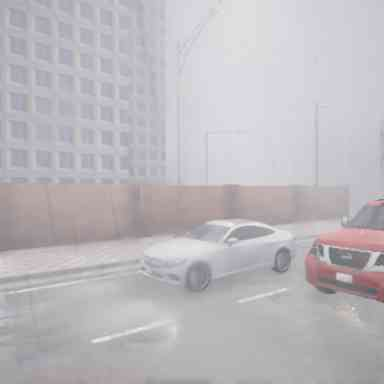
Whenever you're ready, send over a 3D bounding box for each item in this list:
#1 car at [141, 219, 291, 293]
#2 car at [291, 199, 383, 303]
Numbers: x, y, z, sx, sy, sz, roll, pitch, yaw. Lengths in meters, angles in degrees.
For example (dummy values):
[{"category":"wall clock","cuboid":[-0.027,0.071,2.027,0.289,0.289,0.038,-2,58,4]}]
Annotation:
[{"category":"car","cuboid":[0.906,1.493,8.954,4.674,1.442,1.812,-1,0,-36]},{"category":"car","cuboid":[4.969,1.167,7.551,5.566,2.045,2.150,0,0,-35]}]
